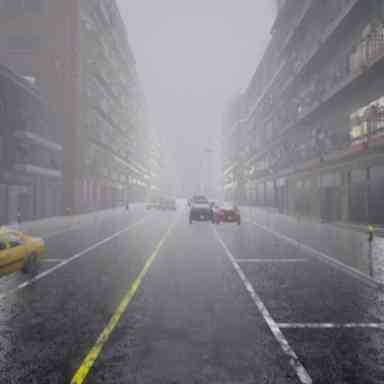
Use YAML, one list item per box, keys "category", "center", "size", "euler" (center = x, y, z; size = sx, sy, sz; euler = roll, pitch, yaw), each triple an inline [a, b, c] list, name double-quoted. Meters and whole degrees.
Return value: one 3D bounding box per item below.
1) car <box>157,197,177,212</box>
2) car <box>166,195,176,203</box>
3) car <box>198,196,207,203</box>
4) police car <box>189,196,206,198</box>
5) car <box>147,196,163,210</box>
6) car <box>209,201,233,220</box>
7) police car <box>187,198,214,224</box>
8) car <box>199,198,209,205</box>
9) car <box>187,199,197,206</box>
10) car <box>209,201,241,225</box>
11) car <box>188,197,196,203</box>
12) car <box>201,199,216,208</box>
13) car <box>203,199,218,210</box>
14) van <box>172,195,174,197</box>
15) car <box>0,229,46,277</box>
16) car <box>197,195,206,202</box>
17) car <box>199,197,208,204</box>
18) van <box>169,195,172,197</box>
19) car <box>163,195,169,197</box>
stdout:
- category: "car"
  center: [-2.864, 1.739, 42.301]
  size: [2.033, 1.411, 5.357]
  euler: [0, 0, 0]
- category: "car"
  center: [-5.328, 1.798, 85.778]
  size: [2.192, 1.841, 5.009]
  euler: [1, 0, 0]
- category: "car"
  center: [2.559, 1.880, 80.190]
  size: [1.967, 1.590, 4.097]
  euler: [1, 0, 0]
- category: "police car"
  center: [0.809, 1.580, 35.662]
  size: [1.930, 1.638, 5.238]
  euler: [0, 0, 0]
- category: "car"
  center: [-5.316, 1.744, 46.894]
  size: [1.752, 1.417, 4.829]
  euler: [2, 0, 0]
- category: "car"
  center: [2.571, 1.654, 30.585]
  size: [1.752, 1.417, 4.829]
  euler: [1, 0, 0]
- category: "police car"
  center: [0.698, 1.530, 25.657]
  size: [1.930, 1.638, 5.238]
  euler: [0, 0, 0]
- category: "car"
  center: [2.554, 1.904, 69.128]
  size: [1.887, 1.381, 4.507]
  euler: [1, 0, 0]
- category: "car"
  center: [-0.027, 1.907, 61.298]
  size: [1.895, 1.301, 4.718]
  euler: [0, 0, 0]
- category: "car"
  center: [2.573, 1.646, 24.883]
  size: [1.887, 1.381, 4.507]
  euler: [1, 0, 0]
- category: "car"
  center: [-0.033, 1.841, 76.275]
  size: [1.812, 1.442, 4.674]
  euler: [0, 0, 0]
- category: "car"
  center: [2.561, 1.802, 52.536]
  size: [2.008, 1.369, 4.403]
  euler: [1, 0, 0]
- category: "car"
  center: [2.563, 1.764, 47.004]
  size: [1.887, 1.381, 4.507]
  euler: [1, 0, 0]
- category: "van"
  center: [-5.322, 1.701, 69.187]
  size: [1.690, 1.788, 3.998]
  euler: [1, 0, 0]
- category: "car"
  center: [-5.298, 1.555, 8.188]
  size: [1.752, 1.417, 4.829]
  euler: [2, 0, 0]
- category: "car"
  center: [2.515, 1.841, 91.252]
  size: [2.192, 1.841, 5.009]
  euler: [1, 0, 0]
- category: "car"
  center: [2.551, 1.944, 74.658]
  size: [1.887, 1.381, 4.507]
  euler: [1, 0, 0]
- category: "van"
  center: [-5.319, 1.662, 63.655]
  size: [1.690, 1.788, 3.998]
  euler: [2, 0, 0]
- category: "car"
  center: [-5.313, 1.567, 52.597]
  size: [2.192, 1.841, 5.009]
  euler: [2, 0, 0]
